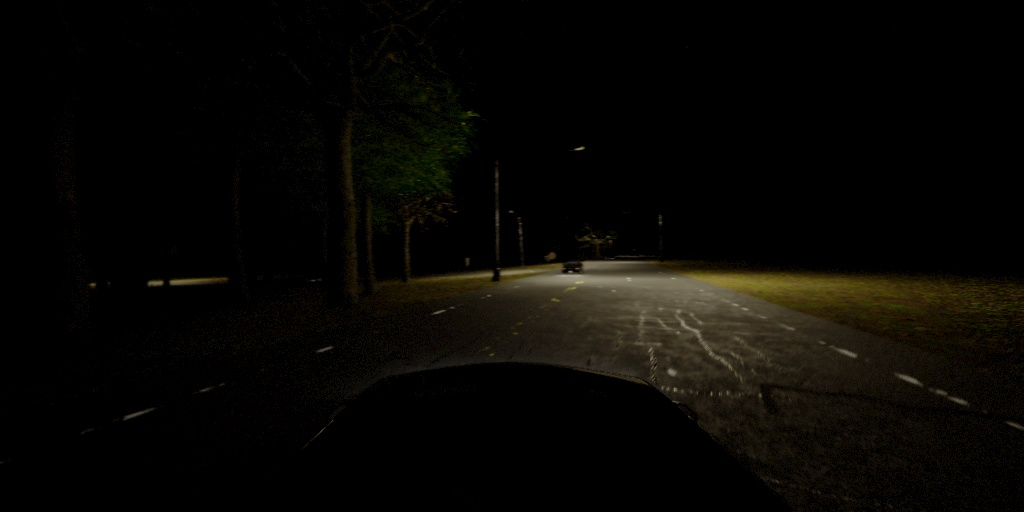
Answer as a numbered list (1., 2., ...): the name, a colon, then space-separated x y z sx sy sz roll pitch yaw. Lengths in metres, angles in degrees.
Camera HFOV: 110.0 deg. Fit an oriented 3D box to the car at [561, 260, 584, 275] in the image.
1. car: 6.467 1.137 37.734 2.033 1.411 5.357 0 0 16
